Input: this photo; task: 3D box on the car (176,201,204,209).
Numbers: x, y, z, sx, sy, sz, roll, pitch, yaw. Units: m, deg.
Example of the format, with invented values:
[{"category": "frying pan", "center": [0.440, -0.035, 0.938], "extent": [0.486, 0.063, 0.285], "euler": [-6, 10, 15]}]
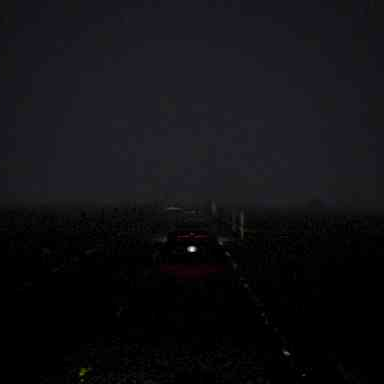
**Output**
[{"category": "car", "center": [0.015, 1.804, 28.498], "extent": [2.128, 1.511, 4.902], "euler": [0, 0, 0]}]

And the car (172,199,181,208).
[{"category": "car", "center": [-2.791, 2.165, 62.819], "extent": [1.882, 1.535, 5.008], "euler": [0, -1, 1]}]

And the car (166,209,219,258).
[{"category": "car", "center": [0.018, 1.655, 13.486], "extent": [1.837, 1.490, 4.892], "euler": [0, 0, 0]}]
